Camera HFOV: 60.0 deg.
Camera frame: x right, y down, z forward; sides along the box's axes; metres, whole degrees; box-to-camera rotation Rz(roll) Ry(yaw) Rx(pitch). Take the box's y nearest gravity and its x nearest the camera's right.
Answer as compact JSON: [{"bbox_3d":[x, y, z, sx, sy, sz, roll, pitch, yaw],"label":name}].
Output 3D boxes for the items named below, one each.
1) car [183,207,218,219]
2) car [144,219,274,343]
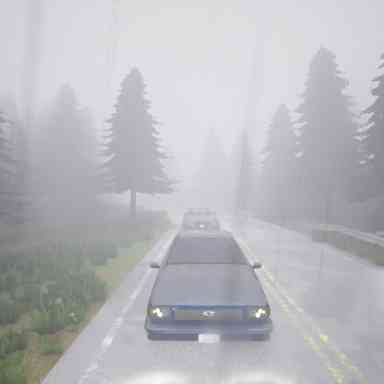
[{"bbox_3d":[0.450,1.583,19.161,1.994,1.385,4.181,0,0,-2],"label":"car"},{"bbox_3d":[0.272,1.557,7.076,2.033,1.411,5.357,0,0,1],"label":"car"}]
